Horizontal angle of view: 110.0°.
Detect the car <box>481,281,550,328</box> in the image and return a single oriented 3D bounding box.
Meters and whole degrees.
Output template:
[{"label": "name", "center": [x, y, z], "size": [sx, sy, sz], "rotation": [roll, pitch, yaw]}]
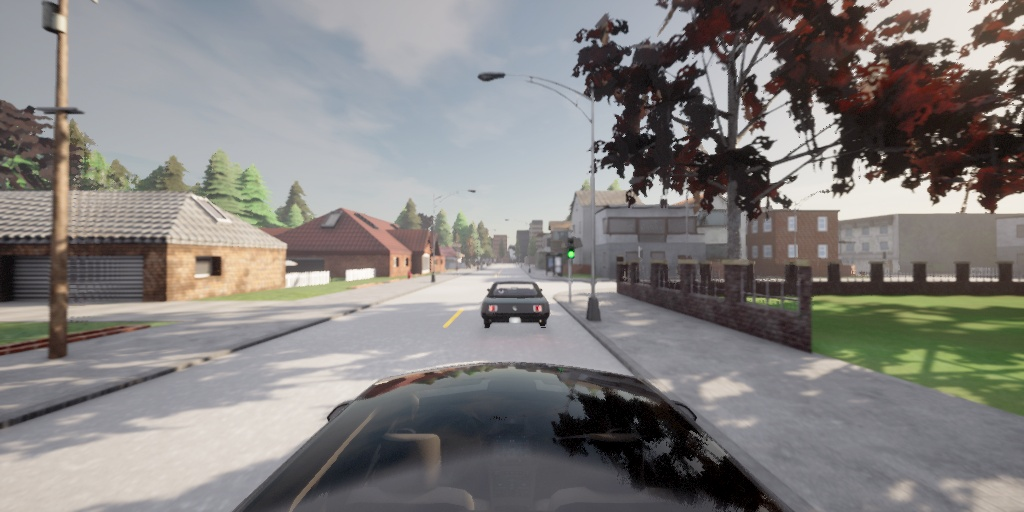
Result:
[{"label": "car", "center": [0.093, 1.463, 11.856], "size": [1.895, 1.301, 4.718], "rotation": [0, -1, 0]}]
